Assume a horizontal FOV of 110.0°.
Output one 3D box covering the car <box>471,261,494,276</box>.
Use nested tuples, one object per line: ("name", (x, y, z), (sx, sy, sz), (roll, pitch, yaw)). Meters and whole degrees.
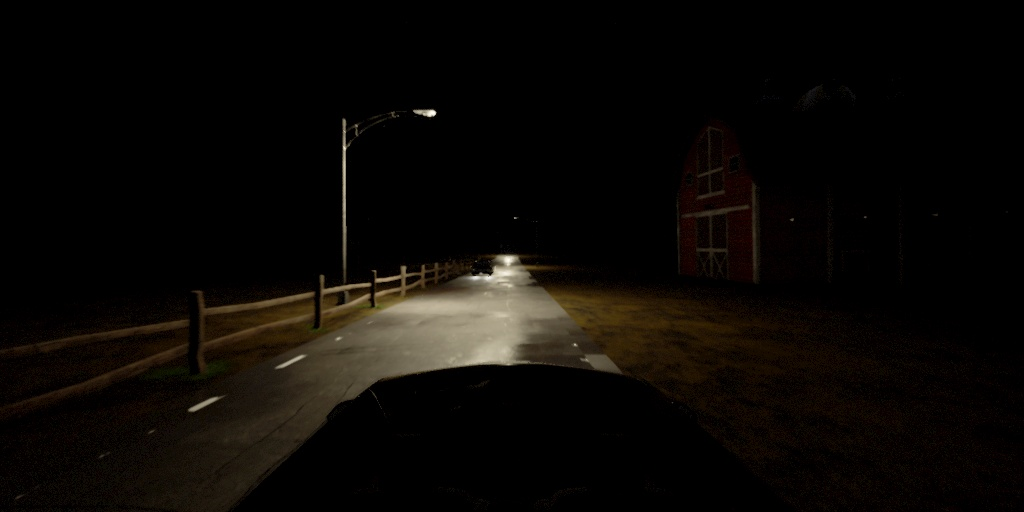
("car", (-2.748, 1.150, 34.434), (2.033, 1.411, 5.357), (0, 0, 0))
